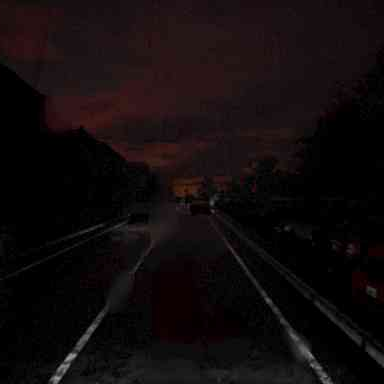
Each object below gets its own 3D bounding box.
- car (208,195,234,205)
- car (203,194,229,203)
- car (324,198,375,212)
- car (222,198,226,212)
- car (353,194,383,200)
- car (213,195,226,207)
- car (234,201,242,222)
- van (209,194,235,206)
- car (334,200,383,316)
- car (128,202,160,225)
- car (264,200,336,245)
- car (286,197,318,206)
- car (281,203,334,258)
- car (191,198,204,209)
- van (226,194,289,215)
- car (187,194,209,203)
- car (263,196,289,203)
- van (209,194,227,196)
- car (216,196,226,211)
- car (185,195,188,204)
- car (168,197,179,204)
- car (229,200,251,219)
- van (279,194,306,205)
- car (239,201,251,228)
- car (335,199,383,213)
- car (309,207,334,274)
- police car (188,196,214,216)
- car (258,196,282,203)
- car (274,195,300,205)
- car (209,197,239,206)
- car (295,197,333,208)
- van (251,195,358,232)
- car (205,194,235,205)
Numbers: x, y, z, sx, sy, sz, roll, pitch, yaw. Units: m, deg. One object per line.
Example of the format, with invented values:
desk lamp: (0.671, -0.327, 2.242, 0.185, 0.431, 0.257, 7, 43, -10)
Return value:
car: (5.250, 1.493, 61.366, 4.553, 1.767, 2.185, 0, 0, 0)
car: (5.254, 1.444, 72.578, 5.566, 2.045, 2.435, 0, 0, 0)
car: (18.496, 1.530, 39.213, 5.008, 1.535, 2.097, 0, 0, 0)
car: (5.507, 1.543, 30.533, 4.792, 1.488, 2.163, 0, 0, 0)
car: (18.526, 1.264, 30.983, 5.566, 2.045, 2.435, 0, 0, 0)
car: (5.382, 1.547, 44.541, 4.892, 1.521, 2.231, 0, 0, 0)
car: (5.503, 1.534, 22.122, 4.792, 1.488, 2.163, 0, 0, 0)
van: (5.182, 1.381, 58.562, 4.442, 1.987, 1.878, 0, 0, 0)
car: (5.613, 1.234, 5.304, 5.566, 2.045, 2.435, 0, 0, 0)
car: (-3.473, 1.512, 24.691, 1.882, 1.535, 5.008, 0, 0, 0)
car: (5.618, 1.369, 13.714, 4.553, 1.767, 2.185, 0, 0, 0)
car: (18.392, 1.636, 55.923, 4.674, 1.452, 2.002, 0, 0, 0)
car: (5.573, 1.366, 10.910, 4.553, 1.767, 2.185, 0, 0, 0)
car: (0.724, 1.605, 49.263, 1.837, 1.490, 4.892, 0, 0, 0)
van: (5.379, 1.284, 27.729, 4.442, 1.987, 1.878, 0, 0, 0)
car: (0.755, 1.426, 43.224, 2.097, 1.767, 4.553, 0, 0, 0)
car: (18.310, 1.695, 72.631, 5.008, 1.535, 2.097, 0, -1, 0)
van: (5.449, 1.357, 52.957, 4.442, 1.987, 1.878, 0, 0, 0)
car: (5.436, 1.521, 36.136, 5.008, 1.535, 2.097, 0, 0, 0)
car: (-0.337, 1.737, 66.025, 1.994, 1.385, 4.181, 0, 0, 0)
car: (-3.596, 1.704, 67.058, 1.812, 1.442, 4.674, 0, 0, 0)
car: (5.485, 1.537, 24.926, 4.792, 1.488, 2.163, 0, 0, 0)
van: (18.477, 1.394, 61.497, 4.442, 1.987, 1.878, 0, 0, 0)
car: (5.545, 1.501, 19.319, 5.008, 1.535, 2.097, 0, 0, 0)
car: (18.516, 1.563, 36.552, 4.674, 1.452, 2.002, 0, 0, 0)
car: (5.592, 1.363, 8.107, 4.553, 1.767, 2.185, 0, 0, 0)
police car: (0.805, 1.473, 33.344, 1.930, 1.638, 5.238, 0, 0, 0)
car: (18.275, 1.753, 78.199, 5.008, 1.535, 2.097, 0, -1, 0)
car: (18.315, 1.510, 64.276, 4.553, 1.767, 2.185, 0, 0, 0)
car: (5.309, 1.596, 55.758, 4.892, 1.521, 2.231, 0, 0, 0)
car: (18.423, 1.572, 50.352, 5.008, 1.535, 2.097, 0, 0, 0)
van: (5.452, 1.272, 16.516, 4.442, 1.987, 1.878, 0, 0, 0)
car: (5.295, 1.383, 64.168, 5.566, 2.045, 2.435, 0, 0, 0)
